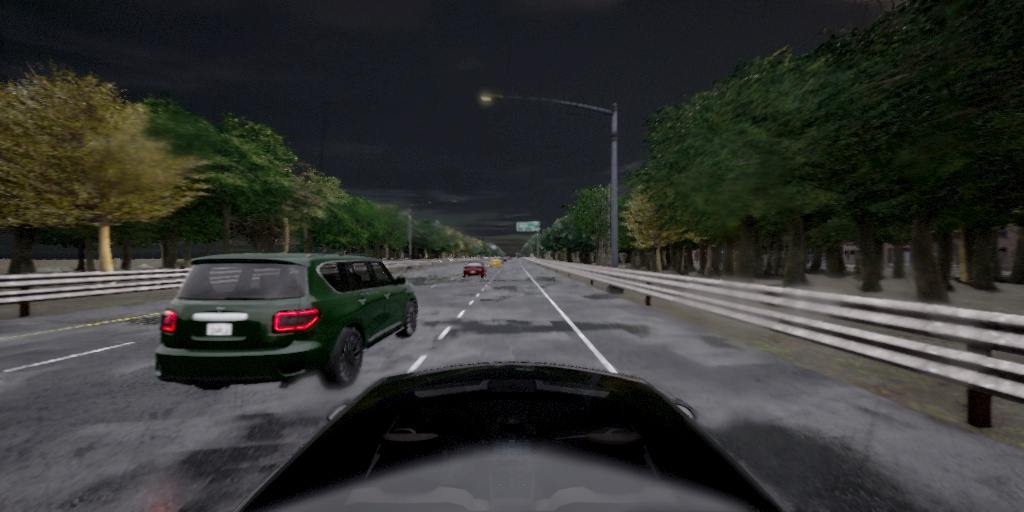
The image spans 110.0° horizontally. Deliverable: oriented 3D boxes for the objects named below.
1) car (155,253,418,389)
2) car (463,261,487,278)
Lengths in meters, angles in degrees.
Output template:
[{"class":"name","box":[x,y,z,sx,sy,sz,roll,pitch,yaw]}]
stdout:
[{"class":"car","box":[-3.503,0.972,6.978,2.150,2.045,5.566,0,0,0]},{"class":"car","box":[-3.459,1.254,34.087,1.882,1.535,5.008,0,0,0]}]
